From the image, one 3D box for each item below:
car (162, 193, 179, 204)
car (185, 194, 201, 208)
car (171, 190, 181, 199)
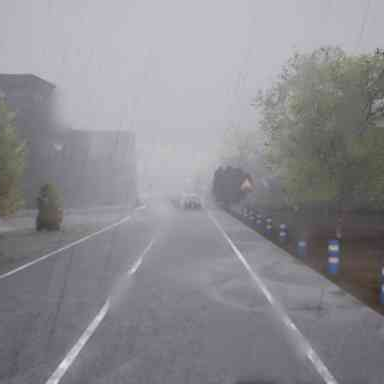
[{"bbox_3d":[-3.334,1.161,49.051,1.895,1.301,4.718,0,-1,0],"label":"car"},{"bbox_3d":[0.101,1.265,40.179,1.895,1.301,4.718,0,1,0],"label":"car"},{"bbox_3d":[-3.279,0.664,65.714,2.150,2.045,5.566,0,1,0],"label":"car"}]
